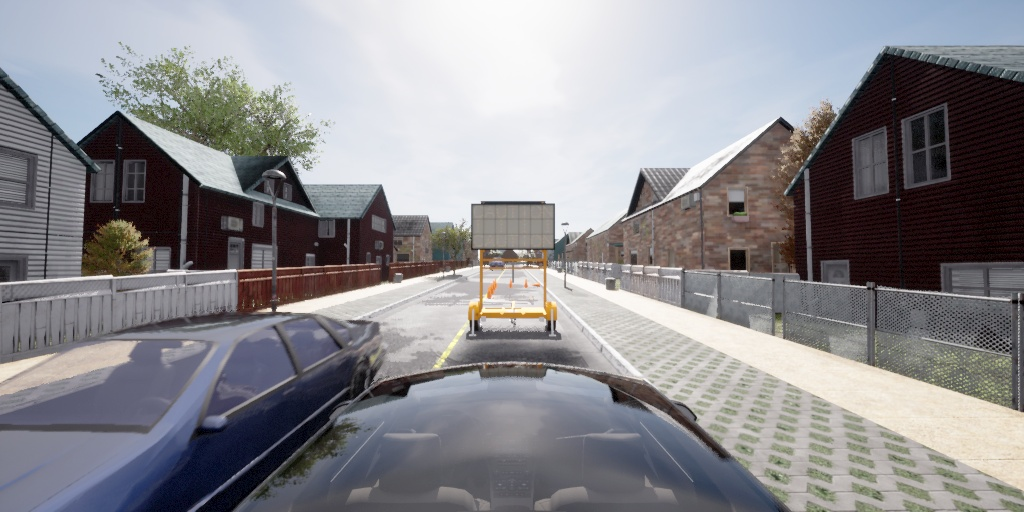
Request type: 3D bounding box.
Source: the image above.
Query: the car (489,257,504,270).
[{"bbox_3d":[-2.523,1.254,58.271,2.150,2.045,5.566,0,0,0],"label":"car"}]

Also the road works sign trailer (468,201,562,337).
[{"bbox_3d":[0.033,0.226,10.369,2.380,3.560,2.880,0,0,1],"label":"road works sign trailer"}]

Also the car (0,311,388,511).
[{"bbox_3d":[-2.841,1.298,3.307,2.033,1.411,5.357,0,0,0],"label":"car"}]
